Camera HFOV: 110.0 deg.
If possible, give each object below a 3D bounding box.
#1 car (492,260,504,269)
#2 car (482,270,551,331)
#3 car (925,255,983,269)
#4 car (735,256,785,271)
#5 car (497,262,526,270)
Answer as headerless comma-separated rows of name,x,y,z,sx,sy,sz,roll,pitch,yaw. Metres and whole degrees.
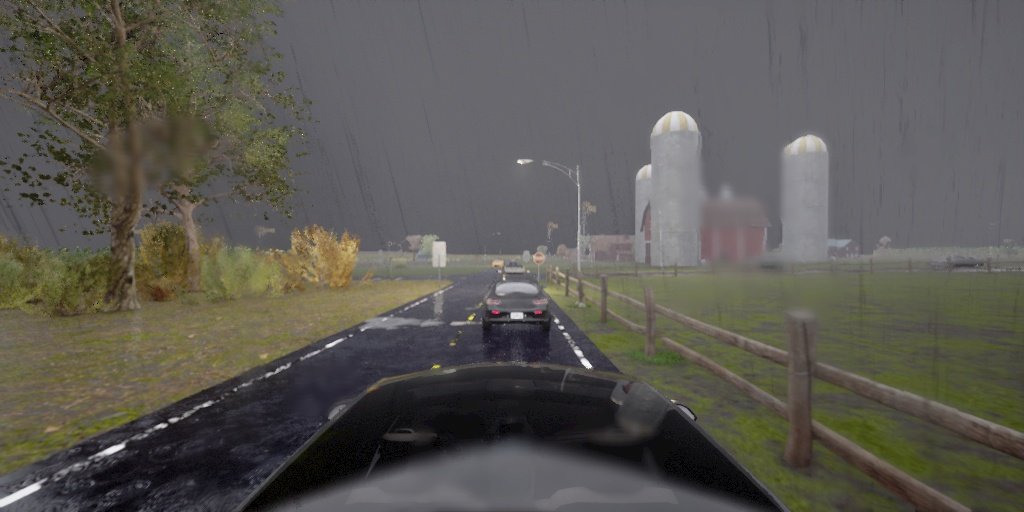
car,-2.595,1.476,64.553,1.882,1.535,5.008,0,0,1
car,0.125,1.306,11.017,1.812,1.442,4.674,0,0,0
car,48.475,0.653,39.360,4.902,1.511,2.128,-1,1,0
car,27.139,0.807,39.371,4.553,1.767,2.097,-1,1,0
car,0.136,1.330,23.514,1.837,1.490,4.892,0,0,-1
